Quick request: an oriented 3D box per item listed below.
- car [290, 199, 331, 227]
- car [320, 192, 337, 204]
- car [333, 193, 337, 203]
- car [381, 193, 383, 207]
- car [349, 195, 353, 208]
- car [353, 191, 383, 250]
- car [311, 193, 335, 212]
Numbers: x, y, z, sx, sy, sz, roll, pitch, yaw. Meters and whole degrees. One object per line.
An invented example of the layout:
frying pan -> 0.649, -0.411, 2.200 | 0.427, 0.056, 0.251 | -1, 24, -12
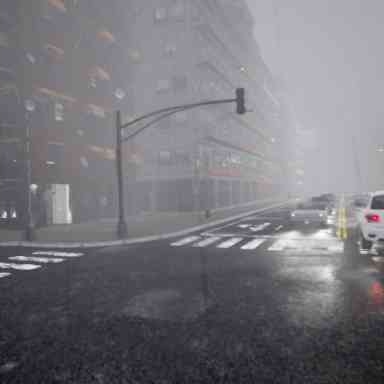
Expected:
car -> 7.164, 1.307, 20.149 | 1.895, 1.301, 4.718 | -1, 0, 24
car -> 19.389, 0.816, 47.035 | 2.033, 1.411, 5.357 | -1, 0, 24
car -> 15.142, 0.925, 37.624 | 1.837, 1.490, 4.892 | -1, 0, 24
car -> 20.790, 0.825, 34.090 | 2.033, 1.411, 5.357 | -1, 0, 24
car -> 17.670, 0.907, 35.081 | 2.033, 1.411, 5.357 | -1, 0, 24
car -> 7.543, 0.947, 12.658 | 2.150, 2.045, 5.566 | -2, 0, 24
car -> 10.849, 1.099, 28.269 | 1.812, 1.442, 4.674 | -1, 0, 25
